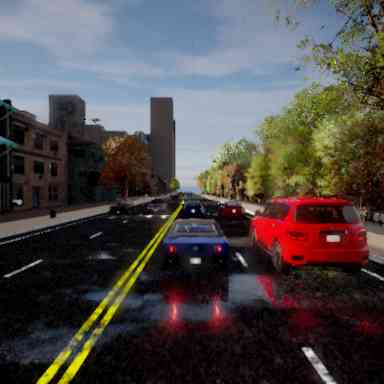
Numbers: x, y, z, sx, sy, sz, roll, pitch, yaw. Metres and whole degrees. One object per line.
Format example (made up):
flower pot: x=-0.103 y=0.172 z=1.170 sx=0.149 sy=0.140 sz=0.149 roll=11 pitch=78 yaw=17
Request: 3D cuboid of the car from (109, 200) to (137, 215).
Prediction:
car: x=-6.596 y=1.497 z=32.038 sx=1.895 sy=1.301 sz=4.718 roll=0 pitch=0 yaw=0

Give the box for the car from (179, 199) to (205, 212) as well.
car: x=0.101 y=1.471 z=28.533 sx=1.994 sy=1.385 sz=4.181 roll=0 pitch=0 yaw=0

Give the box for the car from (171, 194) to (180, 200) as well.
car: x=-3.562 y=1.140 z=73.160 sx=1.994 sy=1.385 sz=4.181 roll=0 pitch=0 yaw=-1

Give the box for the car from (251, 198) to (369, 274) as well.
car: x=3.351 y=1.187 z=10.571 sx=2.150 sy=2.045 sz=5.566 roll=0 pitch=0 yaw=0

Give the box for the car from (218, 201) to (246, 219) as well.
car: x=3.350 y=1.471 z=28.476 sx=1.994 sy=1.385 sz=4.181 roll=0 pitch=0 yaw=0

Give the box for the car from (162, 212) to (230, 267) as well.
car: x=0.101 y=1.564 z=11.214 sx=1.895 sy=1.301 sz=4.718 roll=0 pitch=0 yaw=0

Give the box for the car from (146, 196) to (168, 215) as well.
car: x=-3.344 y=1.419 z=32.859 sx=1.812 sy=1.442 sz=4.674 roll=0 pitch=0 yaw=0
